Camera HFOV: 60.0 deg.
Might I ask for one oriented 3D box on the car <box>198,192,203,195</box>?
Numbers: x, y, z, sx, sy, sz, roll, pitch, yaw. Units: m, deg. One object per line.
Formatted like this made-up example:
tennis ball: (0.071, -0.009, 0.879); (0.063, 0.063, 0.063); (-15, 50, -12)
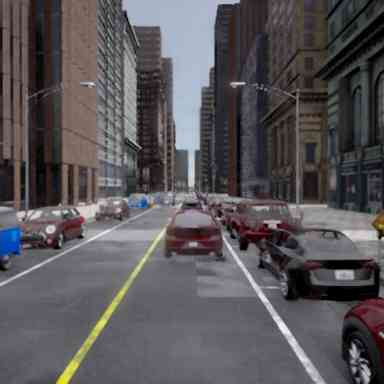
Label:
car: (2.540, 1.139, 64.413); (1.802, 1.307, 4.206); (0, 0, 0)

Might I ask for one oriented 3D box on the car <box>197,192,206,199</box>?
car: (2.462, 0.853, 86.957); (1.967, 1.590, 4.097); (0, 0, 0)

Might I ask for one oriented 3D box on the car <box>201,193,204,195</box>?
car: (2.598, 1.234, 47.504); (1.947, 1.339, 4.313); (0, 0, 0)

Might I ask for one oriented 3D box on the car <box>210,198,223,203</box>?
car: (2.676, 1.390, 24.960); (1.947, 1.339, 4.313); (0, 0, 0)

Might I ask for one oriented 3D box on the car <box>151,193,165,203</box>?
car: (-5.966, 1.036, 58.740); (1.967, 1.590, 4.097); (0, 0, 0)

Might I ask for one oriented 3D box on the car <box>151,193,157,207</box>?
car: (-5.907, 1.234, 41.662); (1.752, 1.417, 4.829); (0, 0, 0)

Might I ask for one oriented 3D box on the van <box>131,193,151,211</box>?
van: (-5.889, 1.087, 36.194); (1.690, 1.788, 3.998); (0, 0, 0)

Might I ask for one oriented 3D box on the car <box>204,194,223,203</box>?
car: (2.636, 1.185, 36.231); (1.967, 1.590, 4.097); (0, 0, 0)

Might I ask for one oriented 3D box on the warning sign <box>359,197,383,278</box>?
warning sign: (5.043, 1.056, 8.214); (1.300, 1.860, 1.060); (0, 1, 0)

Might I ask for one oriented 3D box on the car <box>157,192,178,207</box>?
car: (-3.244, 1.176, 45.411); (2.128, 1.511, 4.902); (0, 0, 0)

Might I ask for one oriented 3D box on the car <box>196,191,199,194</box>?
car: (2.482, 1.030, 81.322); (1.802, 1.307, 4.206); (0, 0, 0)

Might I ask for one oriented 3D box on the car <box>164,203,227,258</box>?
car: (0.059, 1.389, 12.402); (1.882, 1.535, 5.008); (0, 1, 1)

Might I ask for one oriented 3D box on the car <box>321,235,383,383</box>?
car: (2.752, 1.422, 2.414); (1.967, 1.590, 4.097); (0, 0, 0)

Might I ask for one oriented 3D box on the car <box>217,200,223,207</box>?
car: (2.695, 1.408, 19.324); (1.887, 1.381, 4.507); (0, 0, 0)

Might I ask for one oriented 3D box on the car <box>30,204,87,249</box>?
car: (-5.811, 1.344, 13.649); (1.967, 1.590, 4.097); (0, 0, 0)

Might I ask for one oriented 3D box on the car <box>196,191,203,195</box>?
car: (2.501, 1.066, 75.685); (1.802, 1.307, 4.206); (0, 0, 0)

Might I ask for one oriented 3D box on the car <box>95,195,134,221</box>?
car: (-5.850, 1.265, 24.922); (1.967, 1.590, 4.097); (0, 0, 0)

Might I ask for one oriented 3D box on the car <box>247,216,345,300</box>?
car: (2.734, 1.508, 8.051); (1.947, 1.339, 4.313); (0, 0, 0)

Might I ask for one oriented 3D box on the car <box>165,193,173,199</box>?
car: (-6.063, 0.996, 86.924); (1.802, 1.307, 4.206); (0, 0, 0)

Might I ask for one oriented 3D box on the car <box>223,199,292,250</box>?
car: (2.713, 1.218, 13.686); (2.192, 1.841, 5.009); (0, 0, 0)

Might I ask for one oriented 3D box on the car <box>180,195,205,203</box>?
car: (-0.017, 1.289, 30.669); (1.837, 1.490, 4.892); (0, 0, 0)

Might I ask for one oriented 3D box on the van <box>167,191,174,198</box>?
van: (-6.083, 0.721, 92.559); (1.690, 1.788, 3.998); (0, 0, 0)

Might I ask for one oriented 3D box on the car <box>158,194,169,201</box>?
car: (-6.004, 1.088, 70.014); (1.947, 1.339, 4.313); (0, 0, 0)

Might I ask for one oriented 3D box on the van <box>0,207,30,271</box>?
van: (-5.792, 1.285, 8.011); (1.690, 1.788, 3.998); (0, 0, 0)
